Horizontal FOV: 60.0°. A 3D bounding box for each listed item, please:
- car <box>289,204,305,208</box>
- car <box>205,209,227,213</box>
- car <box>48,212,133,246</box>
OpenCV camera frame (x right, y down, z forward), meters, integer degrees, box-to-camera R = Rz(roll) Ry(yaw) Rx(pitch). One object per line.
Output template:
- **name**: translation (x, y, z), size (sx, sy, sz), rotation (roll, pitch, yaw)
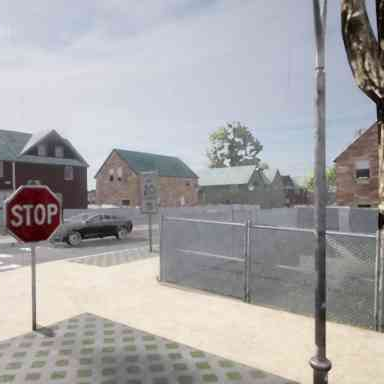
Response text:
- **car**: translation (13.571, 2.411, 43.377), size (2.097, 1.767, 4.553), rotation (-2, -2, 36)
- **car**: translation (1.691, 2.109, 26.743), size (1.812, 1.442, 4.674), rotation (-2, -3, 35)
- **car**: translation (-5.230, 1.796, 17.060), size (2.128, 1.511, 4.902), rotation (-2, -3, 37)
